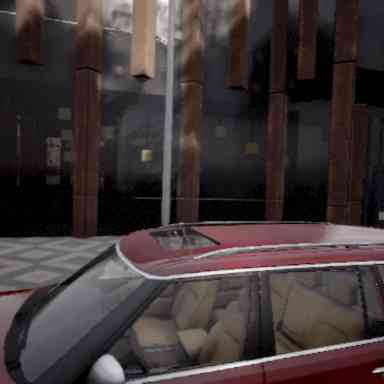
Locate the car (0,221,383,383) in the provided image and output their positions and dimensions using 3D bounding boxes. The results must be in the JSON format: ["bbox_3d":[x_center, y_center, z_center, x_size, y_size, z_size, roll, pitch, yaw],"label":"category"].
[{"bbox_3d":[0.062,1.218,2.645,5.009,1.841,2.192,1,2,-17],"label":"car"}]
